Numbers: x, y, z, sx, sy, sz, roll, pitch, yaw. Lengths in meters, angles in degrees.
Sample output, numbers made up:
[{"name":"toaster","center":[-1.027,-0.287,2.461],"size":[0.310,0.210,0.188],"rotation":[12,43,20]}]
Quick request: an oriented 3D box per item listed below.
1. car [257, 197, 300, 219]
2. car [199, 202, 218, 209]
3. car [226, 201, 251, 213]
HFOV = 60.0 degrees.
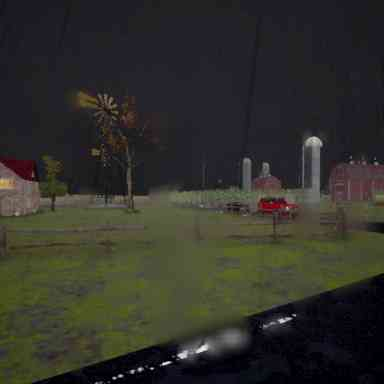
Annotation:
[{"name":"car","center":[8.565,1.531,33.394],"size":[2.150,2.045,5.566],"rotation":[1,-1,-15]},{"name":"car","center":[2.760,2.266,55.452],"size":[1.895,1.301,4.718],"rotation":[1,-1,-15]},{"name":"car","center":[5.949,1.957,43.248],"size":[2.128,1.511,4.902],"rotation":[1,-1,-15]}]
